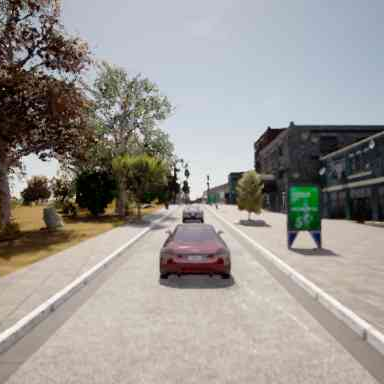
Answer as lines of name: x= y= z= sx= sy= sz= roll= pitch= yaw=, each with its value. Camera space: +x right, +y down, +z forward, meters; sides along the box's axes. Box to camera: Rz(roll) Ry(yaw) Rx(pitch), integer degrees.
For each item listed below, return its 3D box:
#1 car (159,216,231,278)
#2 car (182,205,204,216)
car: x=0.087 y=1.686 z=10.561 sx=1.994 sy=1.385 sz=4.181 roll=0 pitch=-1 yaw=0
car: x=0.090 y=1.882 z=29.079 sx=2.033 sy=1.411 sz=5.357 roll=0 pitch=-1 yaw=0
